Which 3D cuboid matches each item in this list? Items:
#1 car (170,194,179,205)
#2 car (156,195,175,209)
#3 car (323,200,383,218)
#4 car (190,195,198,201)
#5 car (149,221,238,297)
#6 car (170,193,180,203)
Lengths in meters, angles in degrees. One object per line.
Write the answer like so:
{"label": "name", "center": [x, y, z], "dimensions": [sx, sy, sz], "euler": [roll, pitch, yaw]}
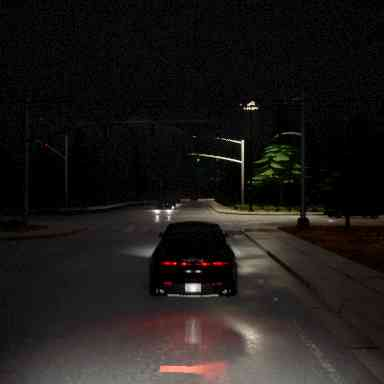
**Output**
{"label": "car", "center": [-3.626, 1.547, 54.744], "dimensions": [2.033, 1.411, 5.357], "euler": [0, 0, 0]}
{"label": "car", "center": [-3.634, 1.505, 44.297], "dimensions": [1.837, 1.490, 4.892], "euler": [0, 0, 0]}
{"label": "car", "center": [14.265, 1.504, 29.508], "dimensions": [5.008, 1.535, 1.882], "euler": [0, 0, 1]}
{"label": "car", "center": [0.575, 1.540, 82.759], "dimensions": [2.033, 1.411, 5.357], "euler": [0, 0, 2]}
{"label": "car", "center": [0.043, 1.502, 8.562], "dimensions": [1.837, 1.490, 4.892], "euler": [0, 0, 1]}
{"label": "car", "center": [-3.488, 1.221, 65.375], "dimensions": [2.150, 2.045, 5.566], "euler": [0, 0, 1]}
